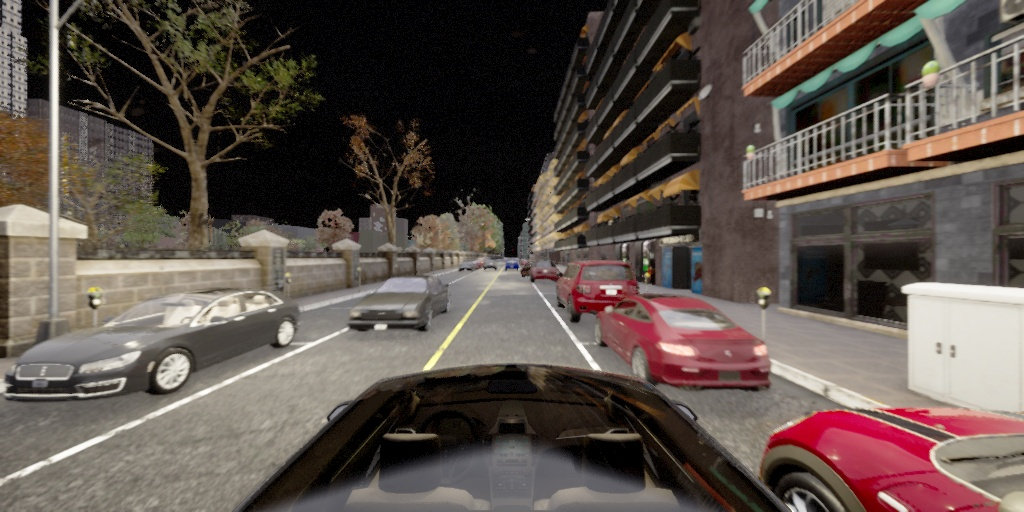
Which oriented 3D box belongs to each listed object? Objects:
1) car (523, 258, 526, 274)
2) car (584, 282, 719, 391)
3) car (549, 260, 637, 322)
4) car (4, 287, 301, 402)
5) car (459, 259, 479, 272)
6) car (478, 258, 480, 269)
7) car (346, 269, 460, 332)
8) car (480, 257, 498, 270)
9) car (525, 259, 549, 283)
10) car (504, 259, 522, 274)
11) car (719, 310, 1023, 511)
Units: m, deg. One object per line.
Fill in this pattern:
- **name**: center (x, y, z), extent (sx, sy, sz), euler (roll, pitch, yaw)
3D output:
- **car**: center (2.696, 1.297, 45.916), extent (1.888, 1.381, 4.507), euler (0, 0, 0)
- **car**: center (2.691, 1.330, 6.504), extent (1.802, 1.307, 4.207), euler (0, 0, 0)
- **car**: center (2.692, 1.062, 12.133), extent (2.192, 1.841, 5.009), euler (0, 0, 0)
- **car**: center (-5.689, 1.299, 6.504), extent (2.007, 1.370, 4.403), euler (0, 0, 0)
- **car**: center (-5.685, 1.318, 45.917), extent (1.948, 1.339, 4.313), euler (0, 0, 0)
- **car**: center (-5.684, 1.335, 51.548), extent (1.802, 1.307, 4.207), euler (0, 0, 0)
- **car**: center (-3.101, 1.295, 11.138), extent (2.033, 1.411, 5.357), euler (0, 0, 0)
- **car**: center (-3.069, 1.257, 51.058), extent (1.837, 1.490, 4.892), euler (0, 0, 0)
- **car**: center (2.393, 1.101, 27.813), extent (2.097, 1.767, 4.553), euler (0, 0, 0)
- **car**: center (0.016, 1.230, 48.335), extent (1.882, 1.535, 5.008), euler (0, 0, 0)
- **car**: center (2.691, 1.190, 0.872), extent (1.967, 1.591, 4.097), euler (0, 0, 0)
